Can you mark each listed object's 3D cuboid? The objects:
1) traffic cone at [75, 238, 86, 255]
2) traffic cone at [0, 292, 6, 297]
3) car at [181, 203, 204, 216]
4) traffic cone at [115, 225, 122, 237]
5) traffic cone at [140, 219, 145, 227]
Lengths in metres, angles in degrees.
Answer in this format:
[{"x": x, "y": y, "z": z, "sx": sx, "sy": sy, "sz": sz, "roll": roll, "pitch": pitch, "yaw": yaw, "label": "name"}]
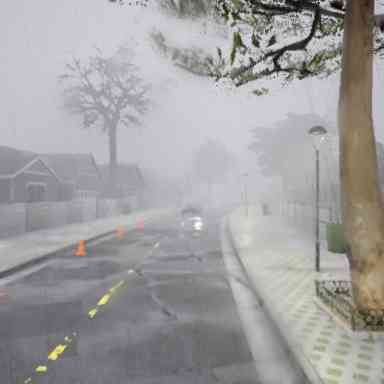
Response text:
[{"x": -4.099, "y": 1.997, "z": 12.293, "sx": 0.340, "sy": 0.580, "sz": 0.340, "roll": 0, "pitch": 0, "yaw": 3, "label": "traffic cone"}, {"x": -4.314, "y": 1.975, "z": 7.247, "sx": 0.340, "sy": 0.580, "sz": 0.340, "roll": 0, "pitch": 0, "yaw": 2, "label": "traffic cone"}, {"x": 0.083, "y": 1.770, "z": 34.511, "sx": 1.895, "sy": 1.301, "sz": 4.718, "roll": 0, "pitch": 0, "yaw": 8, "label": "car"}, {"x": -3.781, "y": 2.022, "z": 17.336, "sx": 0.340, "sy": 0.580, "sz": 0.340, "roll": 0, "pitch": 0, "yaw": 4, "label": "traffic cone"}, {"x": -3.359, "y": 2.050, "z": 22.369, "sx": 0.340, "sy": 0.580, "sz": 0.340, "roll": 0, "pitch": 0, "yaw": 5, "label": "traffic cone"}]
